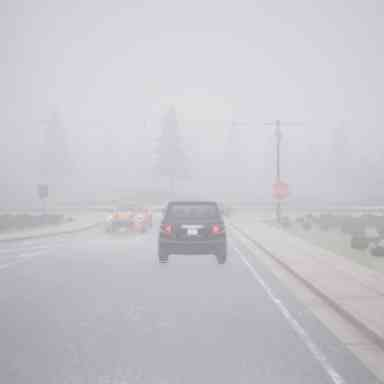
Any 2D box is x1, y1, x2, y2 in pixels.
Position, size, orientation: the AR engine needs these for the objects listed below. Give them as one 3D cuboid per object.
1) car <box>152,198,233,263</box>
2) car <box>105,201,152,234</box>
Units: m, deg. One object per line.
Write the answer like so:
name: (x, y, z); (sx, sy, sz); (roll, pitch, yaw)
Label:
car: (0.033, 1.231, 12.156); (2.150, 2.045, 5.566); (0, 0, 0)
car: (-3.546, 1.367, 19.417); (2.097, 1.767, 4.553); (0, 0, 1)
